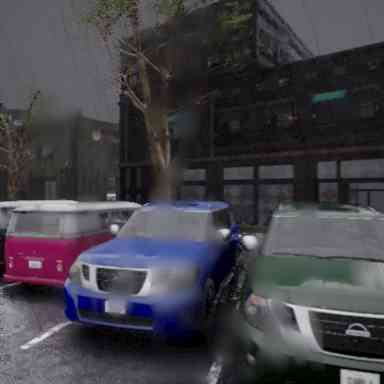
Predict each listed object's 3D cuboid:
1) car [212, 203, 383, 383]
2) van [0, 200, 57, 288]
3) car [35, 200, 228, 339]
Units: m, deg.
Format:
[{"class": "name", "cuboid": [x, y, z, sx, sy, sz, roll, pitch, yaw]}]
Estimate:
[{"class": "car", "cuboid": [2.124, 1.237, 5.399, 2.435, 2.045, 5.566, 1, -1, 16]}, {"class": "van", "cuboid": [-2.663, 1.266, 8.980, 1.878, 1.987, 4.442, 0, -1, 16]}, {"class": "car", "cuboid": [-0.283, 1.238, 7.120, 2.435, 2.045, 5.566, 1, -1, 16]}]
